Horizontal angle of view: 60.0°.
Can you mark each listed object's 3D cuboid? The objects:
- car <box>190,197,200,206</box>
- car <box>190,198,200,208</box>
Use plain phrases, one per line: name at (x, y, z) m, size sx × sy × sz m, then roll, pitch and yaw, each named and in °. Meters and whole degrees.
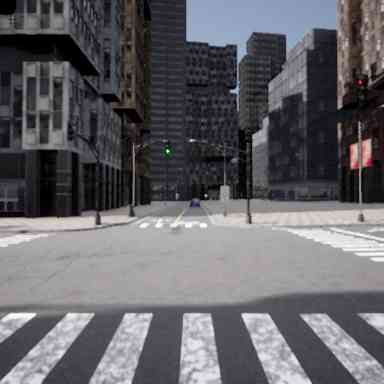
car at (0.714, 2.054, 72.262) m, size 2.097 × 1.767 × 4.553 m, roll 0°, pitch -1°, yaw 1°
car at (0.574, 2.170, 61.837) m, size 1.882 × 1.535 × 5.008 m, roll 0°, pitch -1°, yaw 1°
